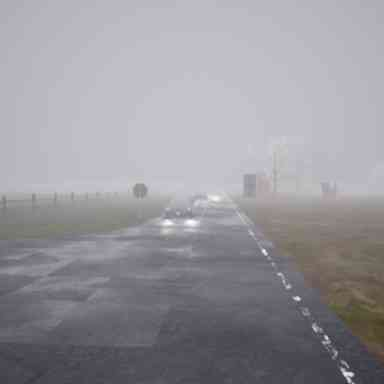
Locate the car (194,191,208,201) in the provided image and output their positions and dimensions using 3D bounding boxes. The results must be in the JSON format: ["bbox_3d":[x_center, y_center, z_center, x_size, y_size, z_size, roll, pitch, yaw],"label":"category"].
[{"bbox_3d":[1.246,0.506,48.368,1.994,1.385,4.181,0,1,5],"label":"car"}]

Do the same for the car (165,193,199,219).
[{"bbox_3d":[-0.716,1.036,23.608,1.812,1.442,4.674,0,1,5],"label":"car"}]
